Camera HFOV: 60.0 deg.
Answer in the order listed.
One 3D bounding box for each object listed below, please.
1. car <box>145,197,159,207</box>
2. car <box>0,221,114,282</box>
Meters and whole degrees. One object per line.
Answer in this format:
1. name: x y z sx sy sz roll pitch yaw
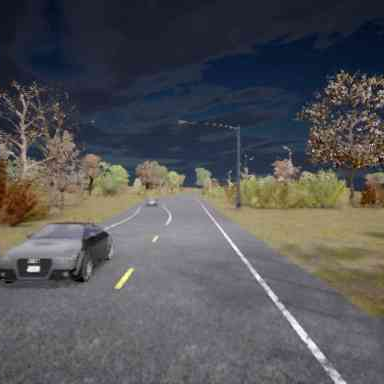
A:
1. car: -6.149 1.456 51.350 2.128 1.511 4.902 0 0 -6
2. car: -3.612 1.567 9.581 1.994 1.385 4.181 0 0 0
